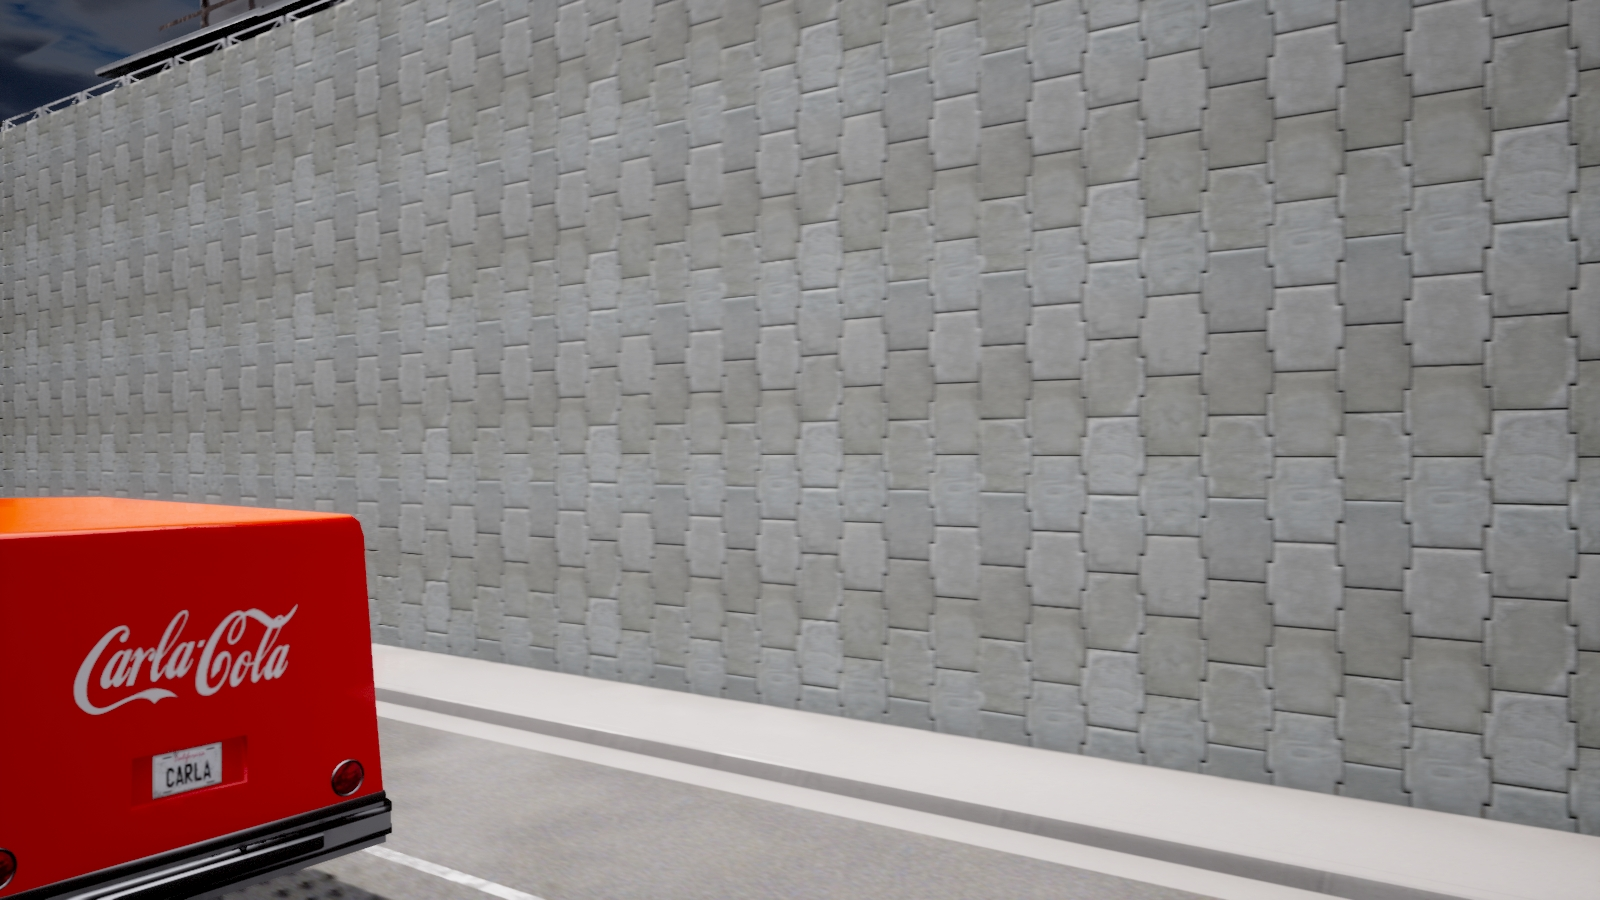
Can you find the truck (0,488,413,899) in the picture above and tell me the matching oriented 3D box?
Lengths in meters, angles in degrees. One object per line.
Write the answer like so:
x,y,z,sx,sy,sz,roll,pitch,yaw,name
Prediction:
-5.267,1.568,7.426,5.204,2.467,2.627,0,0,35,truck
